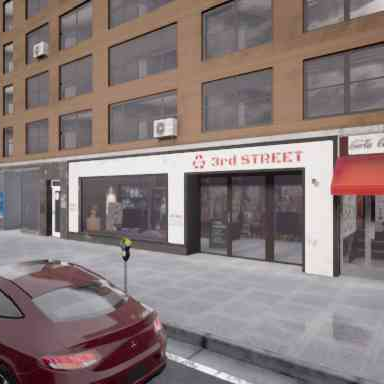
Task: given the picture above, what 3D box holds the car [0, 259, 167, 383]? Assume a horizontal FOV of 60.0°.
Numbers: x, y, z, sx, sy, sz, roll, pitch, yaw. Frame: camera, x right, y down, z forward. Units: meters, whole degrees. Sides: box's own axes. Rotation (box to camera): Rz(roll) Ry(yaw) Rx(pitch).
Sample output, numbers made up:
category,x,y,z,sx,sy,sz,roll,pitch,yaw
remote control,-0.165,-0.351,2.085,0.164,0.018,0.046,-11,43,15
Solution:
category,x,y,z,sx,sy,sz,roll,pitch,yaw
car,-2.217,1.582,4.395,4.206,1.307,1.802,0,0,36
